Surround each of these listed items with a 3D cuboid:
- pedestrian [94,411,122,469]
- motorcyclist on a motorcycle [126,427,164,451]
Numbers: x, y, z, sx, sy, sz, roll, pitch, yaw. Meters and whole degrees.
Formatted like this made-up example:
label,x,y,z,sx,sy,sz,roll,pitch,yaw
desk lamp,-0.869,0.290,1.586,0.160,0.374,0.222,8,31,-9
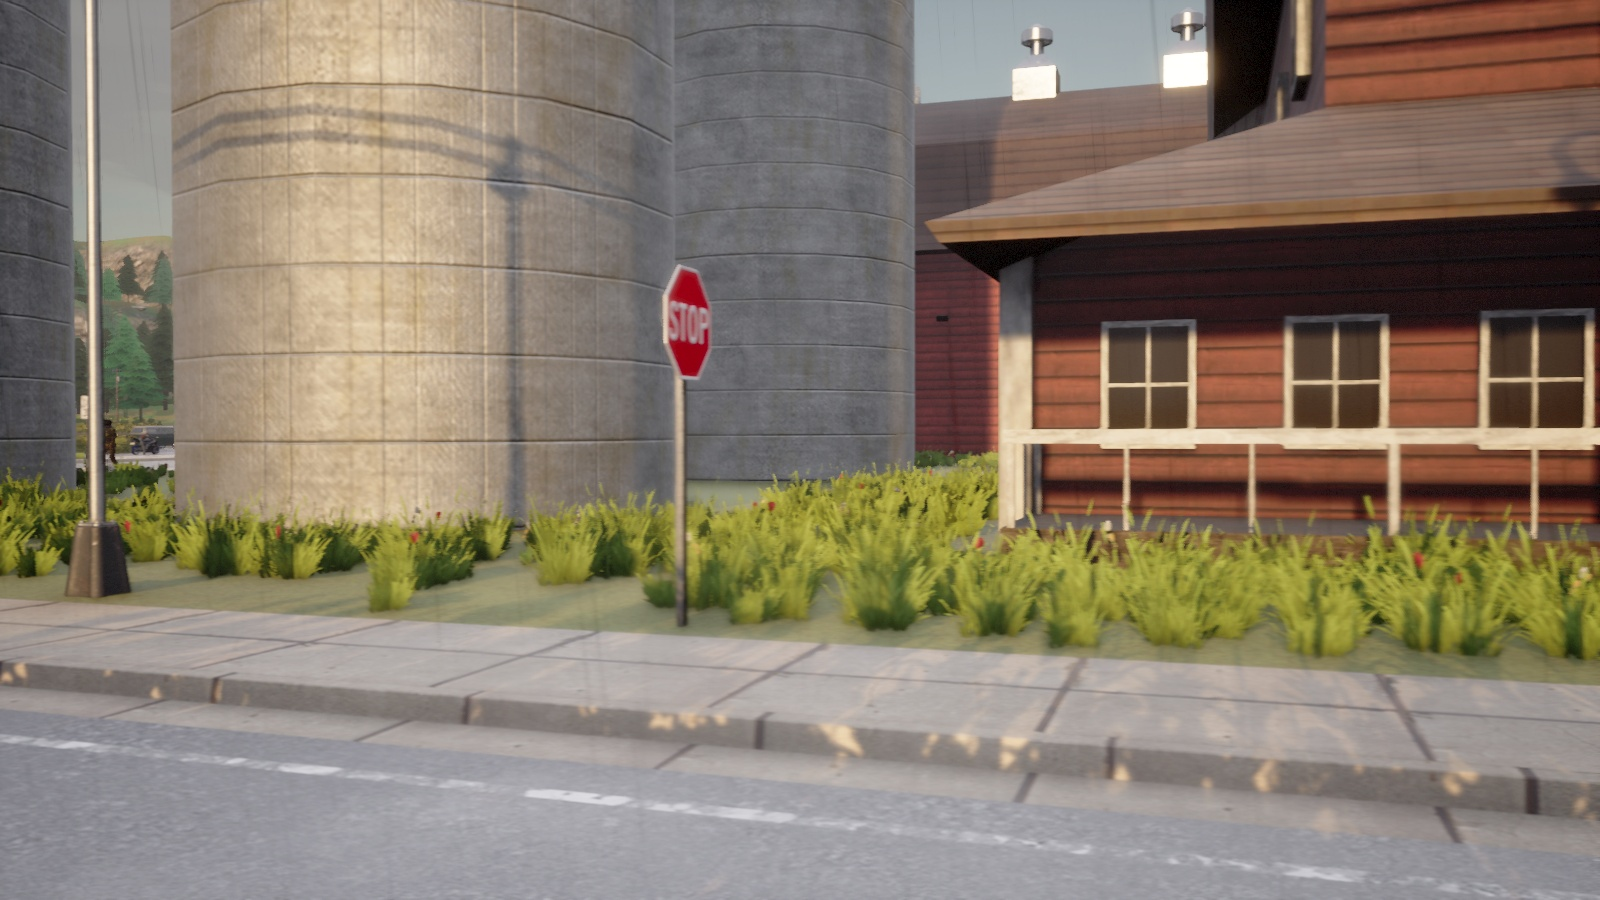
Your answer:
label,x,y,z,sx,sy,sz,roll,pitch,yaw
pedestrian,-23.286,-0.339,42.254,0.395,1.930,0.692,1,1,27
motorcyclist on a motorcycle,-42.788,-0.718,82.048,0.866,1.530,2.191,1,1,18
